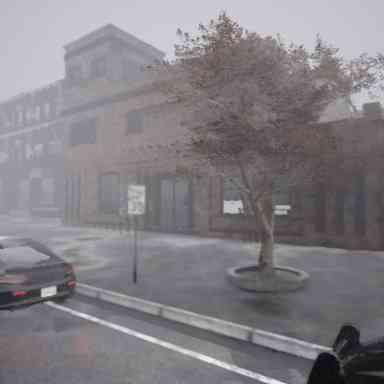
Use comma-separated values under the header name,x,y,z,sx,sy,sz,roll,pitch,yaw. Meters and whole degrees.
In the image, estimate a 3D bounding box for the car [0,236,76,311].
name,x,y,z,sx,sy,sz,roll,pitch,yaw
car,-4.554,1.758,7.714,4.674,1.442,1.812,-1,-3,37

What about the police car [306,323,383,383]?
name,x,y,z,sx,sy,sz,roll,pitch,yaw
police car,3.343,1.533,1.764,5.238,1.638,1.930,-1,-3,37
